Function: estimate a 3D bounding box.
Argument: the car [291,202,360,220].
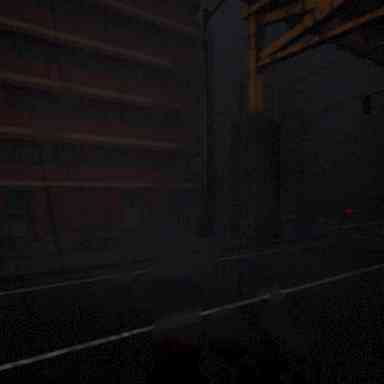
[{"bbox_3d":[10.989,1.521,27.700,2.033,1.411,5.357,0,0,-36],"label":"car"}]
